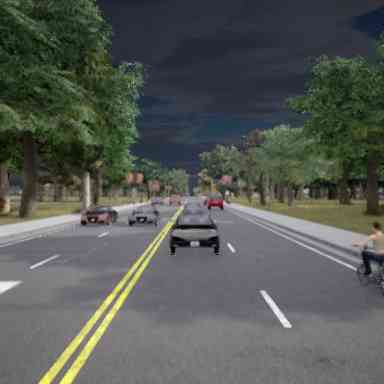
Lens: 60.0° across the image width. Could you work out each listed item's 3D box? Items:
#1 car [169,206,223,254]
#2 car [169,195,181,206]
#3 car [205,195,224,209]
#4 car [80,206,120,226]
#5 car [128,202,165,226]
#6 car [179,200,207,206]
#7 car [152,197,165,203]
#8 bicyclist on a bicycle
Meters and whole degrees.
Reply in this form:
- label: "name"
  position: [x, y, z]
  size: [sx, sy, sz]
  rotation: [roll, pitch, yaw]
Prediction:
- label: "car"
  position: [0.100, 1.560, 13.749]
  size: [2.128, 1.511, 4.902]
  rotation: [0, 0, 0]
- label: "car"
  position: [-3.263, 1.587, 64.734]
  size: [2.150, 2.045, 5.566]
  rotation: [0, 0, 0]
- label: "car"
  position: [3.350, 1.469, 48.361]
  size: [2.150, 2.045, 5.566]
  rotation: [0, 0, 0]
- label: "car"
  position: [-6.598, 1.685, 24.137]
  size: [1.994, 1.385, 4.181]
  rotation: [0, 0, 0]
- label: "car"
  position: [-3.348, 1.685, 24.130]
  size: [1.994, 1.385, 4.181]
  rotation: [0, 0, 0]
- label: "car"
  position: [0.100, 1.724, 31.816]
  size: [1.994, 1.385, 4.181]
  rotation: [0, 0, 0]
- label: "car"
  position: [-6.518, 1.691, 64.825]
  size: [2.097, 1.767, 4.553]
  rotation: [0, 0, 0]
- label: "bicyclist on a bicycle"
  position: [4.162, 1.474, 7.590]
  size: [0.866, 1.612, 1.509]
  rotation: [0, 0, 0]
